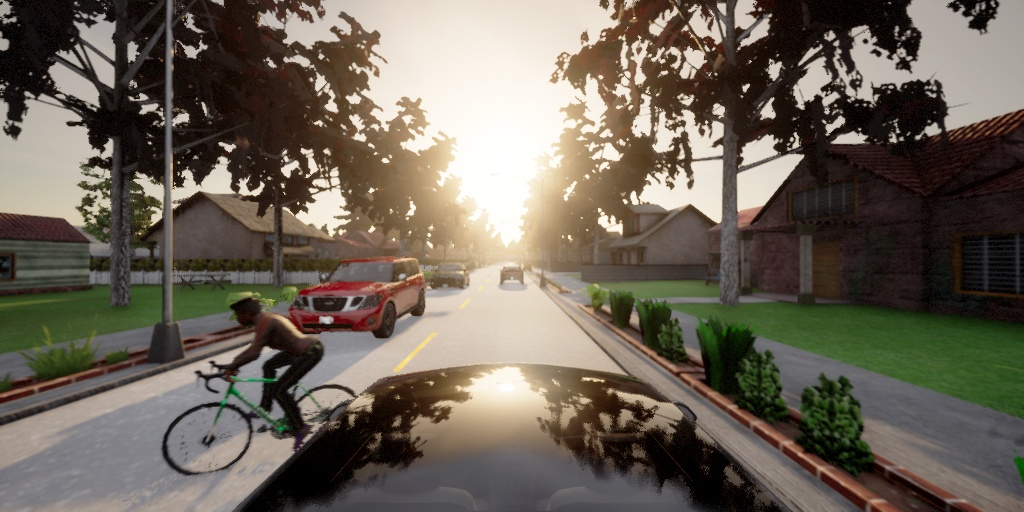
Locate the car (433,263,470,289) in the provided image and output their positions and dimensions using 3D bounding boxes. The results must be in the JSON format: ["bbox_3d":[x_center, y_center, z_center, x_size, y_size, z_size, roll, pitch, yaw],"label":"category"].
[{"bbox_3d":[-4.162,1.302,24.695,2.097,1.767,4.553,0,-1,0],"label":"car"}]

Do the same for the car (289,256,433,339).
[{"bbox_3d":[-4.127,1.043,10.723,2.150,2.045,5.566,0,0,0],"label":"car"}]

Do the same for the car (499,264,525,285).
[{"bbox_3d":[-0.002,1.492,29.455,1.837,1.490,4.892,0,-1,0],"label":"car"}]

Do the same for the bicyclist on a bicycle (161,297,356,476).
[{"bbox_3d":[-2.379,1.219,3.516,1.656,1.620,0.582,-2,0,-24],"label":"bicyclist on a bicycle"}]
